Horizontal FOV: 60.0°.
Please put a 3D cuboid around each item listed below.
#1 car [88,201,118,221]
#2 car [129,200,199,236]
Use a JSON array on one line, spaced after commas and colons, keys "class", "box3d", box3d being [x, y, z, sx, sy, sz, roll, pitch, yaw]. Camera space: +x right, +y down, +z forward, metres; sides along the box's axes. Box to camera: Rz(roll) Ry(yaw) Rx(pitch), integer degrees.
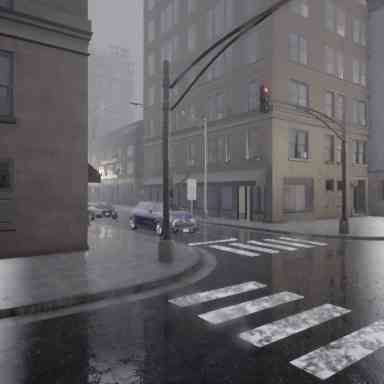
[{"class": "car", "box3d": [-7.390, 1.428, 26.105, 1.994, 1.385, 4.181, 0, 0, -35]}, {"class": "car", "box3d": [-1.595, 1.269, 17.998, 2.097, 1.767, 4.553, 0, 0, -36]}]
